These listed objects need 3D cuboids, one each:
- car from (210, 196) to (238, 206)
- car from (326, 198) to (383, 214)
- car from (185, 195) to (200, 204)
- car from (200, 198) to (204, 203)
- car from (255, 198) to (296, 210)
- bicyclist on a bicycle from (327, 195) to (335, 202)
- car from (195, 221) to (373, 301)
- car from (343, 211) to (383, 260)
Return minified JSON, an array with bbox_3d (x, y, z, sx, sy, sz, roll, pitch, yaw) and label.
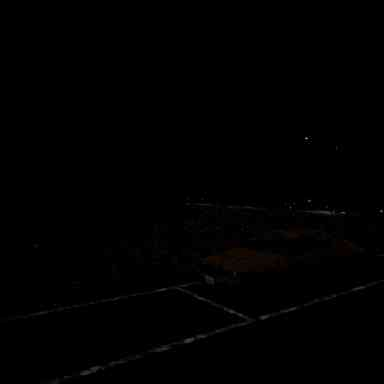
[{"bbox_3d":[4.313,1.247,45.347,1.994,1.385,4.181,1,0,-34],"label":"car"},{"bbox_3d":[14.675,1.342,30.209,2.128,1.511,4.902,1,0,-34],"label":"car"},{"bbox_3d":[-1.283,1.192,53.556,1.895,1.301,4.718,1,0,-34],"label":"car"},{"bbox_3d":[-0.065,1.202,57.371,1.895,1.301,4.718,1,0,-35],"label":"car"},{"bbox_3d":[9.437,1.367,37.854,1.895,1.301,4.718,1,0,-34],"label":"car"},{"bbox_3d":[16.282,1.158,38.904,1.656,1.620,0.582,0,0,-34],"label":"bicyclist on a bicycle"},{"bbox_3d":[2.345,1.526,8.337,4.829,1.417,1.752,0,1,-35],"label":"car"},{"bbox_3d":[7.105,1.547,11.641,4.507,1.381,1.887,0,1,-35],"label":"car"}]
